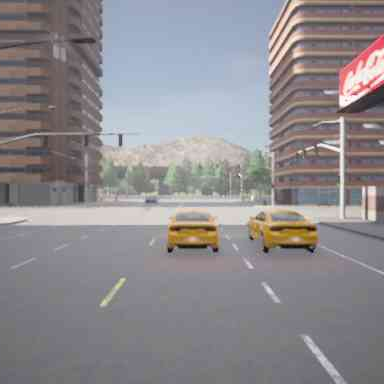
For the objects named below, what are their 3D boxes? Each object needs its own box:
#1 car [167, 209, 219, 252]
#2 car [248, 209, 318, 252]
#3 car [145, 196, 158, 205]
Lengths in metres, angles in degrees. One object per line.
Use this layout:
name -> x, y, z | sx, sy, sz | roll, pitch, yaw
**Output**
car -> 0.045, 1.449, 13.715 | 1.882, 1.535, 5.008 | 0, 0, 1
car -> 3.546, 1.449, 13.763 | 1.882, 1.535, 5.008 | 0, 0, 1
car -> -7.064, 1.358, 58.029 | 1.882, 1.535, 5.008 | 0, 0, 1
